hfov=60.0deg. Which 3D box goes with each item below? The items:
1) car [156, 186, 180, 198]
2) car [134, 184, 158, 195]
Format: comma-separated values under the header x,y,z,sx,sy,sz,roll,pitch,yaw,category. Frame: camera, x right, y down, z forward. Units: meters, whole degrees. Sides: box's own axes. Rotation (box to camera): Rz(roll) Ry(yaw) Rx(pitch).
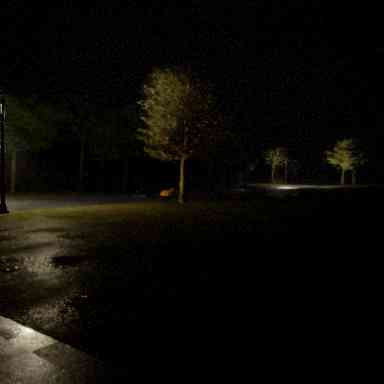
x,y,z,sx,sy,sz,roll,pitch,yaw,category
-3.555,0.132,59.620,1.882,1.535,5.008,4,4,35,car
-8.625,-0.528,64.478,2.150,2.045,5.566,4,5,35,car
